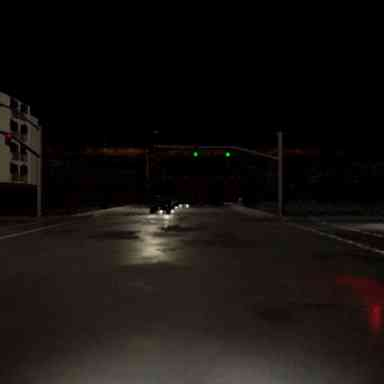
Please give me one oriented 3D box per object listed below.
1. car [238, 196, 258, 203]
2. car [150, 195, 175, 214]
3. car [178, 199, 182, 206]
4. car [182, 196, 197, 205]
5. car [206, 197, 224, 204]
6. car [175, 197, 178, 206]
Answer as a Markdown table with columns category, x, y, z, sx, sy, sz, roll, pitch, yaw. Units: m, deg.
| category | x | y | z | sx | sy | sz | roll | pitch | yaw |
| --- | --- | --- | --- | --- | --- | --- | --- | --- | --- |
| car | 12.879 | 1.679 | 76.469 | 4.553 | 1.767 | 2.097 | 0 | 0 | -24 |
| car | -3.549 | 1.390 | 38.788 | 2.150 | 2.045 | 5.566 | 0 | 0 | 0 |
| car | -3.402 | 1.604 | 58.301 | 2.097 | 1.767 | 4.553 | 0 | 0 | 2 |
| car | -0.676 | 1.646 | 68.108 | 2.097 | 1.767 | 4.553 | 0 | 0 | 27 |
| car | 4.966 | 1.825 | 70.317 | 2.128 | 1.511 | 4.902 | 0 | 0 | 39 |
| car | -3.520 | 1.735 | 48.423 | 1.812 | 1.442 | 4.674 | 0 | 0 | 1 |
